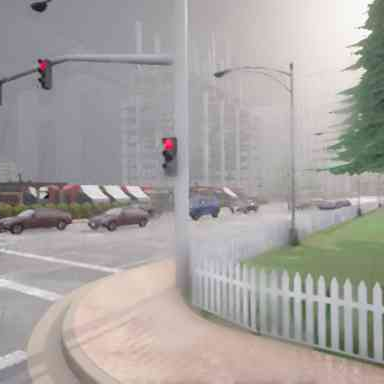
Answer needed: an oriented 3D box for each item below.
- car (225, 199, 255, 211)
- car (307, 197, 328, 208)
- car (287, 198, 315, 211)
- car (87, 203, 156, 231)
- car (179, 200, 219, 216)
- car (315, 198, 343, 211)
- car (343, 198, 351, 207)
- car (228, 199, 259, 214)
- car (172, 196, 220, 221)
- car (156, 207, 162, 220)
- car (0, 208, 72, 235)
[{"bbox_3d":[6.674,1.750,45.642,2.128,1.511,4.902,-1,0,34],"label":"car"},{"bbox_3d":[19.770,1.652,52.261,1.882,1.535,5.008,-1,-1,34],"label":"car"},{"bbox_3d":[14.273,1.719,44.116,2.033,1.411,5.357,-1,0,34],"label":"car"},{"bbox_3d":[-4.805,1.733,22.414,1.812,1.442,4.674,-1,0,34],"label":"car"},{"bbox_3d":[0.853,1.747,37.079,2.128,1.511,4.902,-1,0,34],"label":"car"},{"bbox_3d":[17.723,1.693,42.974,1.994,1.385,4.181,-1,0,34],"label":"car"},{"bbox_3d":[22.598,1.657,50.196,1.812,1.442,4.674,-1,0,34],"label":"car"},{"bbox_3d":[6.153,1.706,38.665,2.128,1.511,4.902,-1,0,34],"label":"car"},{"bbox_3d":[0.509,1.432,30.331,2.150,2.045,5.566,-1,0,34],"label":"car"},{"bbox_3d":[-4.696,1.730,28.870,1.882,1.535,5.008,-1,0,34],"label":"car"},{"bbox_3d":[-9.922,1.776,21.129,1.812,1.442,4.674,-1,-1,36],"label":"car"}]
